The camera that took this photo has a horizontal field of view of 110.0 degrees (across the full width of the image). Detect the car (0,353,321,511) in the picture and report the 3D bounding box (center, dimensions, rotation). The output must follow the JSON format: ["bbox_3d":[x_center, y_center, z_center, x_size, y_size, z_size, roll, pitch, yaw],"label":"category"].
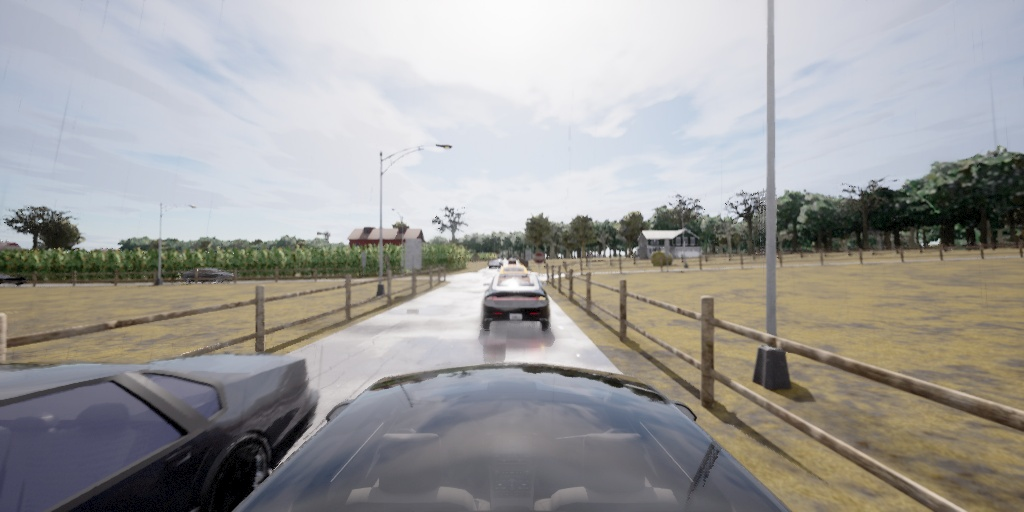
[{"bbox_3d":[-2.847,1.296,1.256,2.033,1.411,5.357,0,0,0],"label":"car"}]

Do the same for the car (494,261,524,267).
[{"bbox_3d":[0.109,1.282,21.661,1.882,1.535,5.008,0,0,0],"label":"car"}]

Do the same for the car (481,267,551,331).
[{"bbox_3d":[0.103,1.271,11.143,2.128,1.511,4.902,0,0,0],"label":"car"}]

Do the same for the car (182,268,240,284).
[{"bbox_3d":[-29.824,1.949,35.644,4.892,1.490,1.837,-1,-2,0],"label":"car"}]

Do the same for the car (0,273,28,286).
[{"bbox_3d":[-51.579,2.353,35.745,4.718,1.301,1.895,0,-2,0],"label":"car"}]

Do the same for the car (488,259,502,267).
[{"bbox_3d":[-2.802,1.391,58.126,2.033,1.411,5.357,0,0,0],"label":"car"}]
